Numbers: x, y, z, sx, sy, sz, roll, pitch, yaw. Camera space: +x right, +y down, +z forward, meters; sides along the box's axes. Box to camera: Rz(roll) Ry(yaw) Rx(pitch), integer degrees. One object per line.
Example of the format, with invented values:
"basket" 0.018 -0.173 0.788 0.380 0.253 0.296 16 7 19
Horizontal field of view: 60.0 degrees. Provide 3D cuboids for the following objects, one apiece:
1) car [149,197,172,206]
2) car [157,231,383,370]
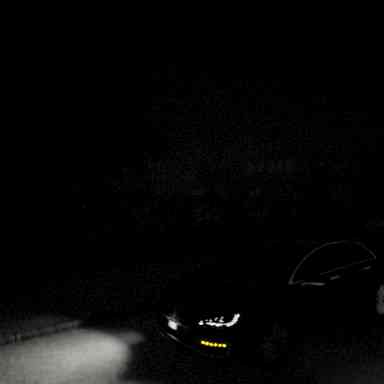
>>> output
"car" -4.663 1.562 48.847 1.837 1.490 4.892 0 -1 -35
"car" 1.726 1.515 5.819 4.892 1.490 1.837 0 0 -35
